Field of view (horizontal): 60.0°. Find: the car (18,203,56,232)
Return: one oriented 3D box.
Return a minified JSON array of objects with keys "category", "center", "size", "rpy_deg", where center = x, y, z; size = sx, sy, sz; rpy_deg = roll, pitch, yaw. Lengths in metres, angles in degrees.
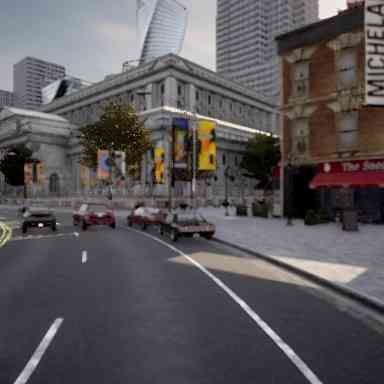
[{"category":"car","center":[-9.948,1.671,21.405],"size":[1.837,1.490,4.892],"rpy_deg":[1,-1,-29]}]

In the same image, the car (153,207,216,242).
[{"category":"car","center":[-0.480,1.697,17.233],"size":[1.895,1.301,4.718],"rpy_deg":[0,0,-18]}]

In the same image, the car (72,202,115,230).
[{"category":"car","center":[-6.857,1.516,22.929],"size":[2.097,1.767,4.553],"rpy_deg":[0,0,-29]}]
